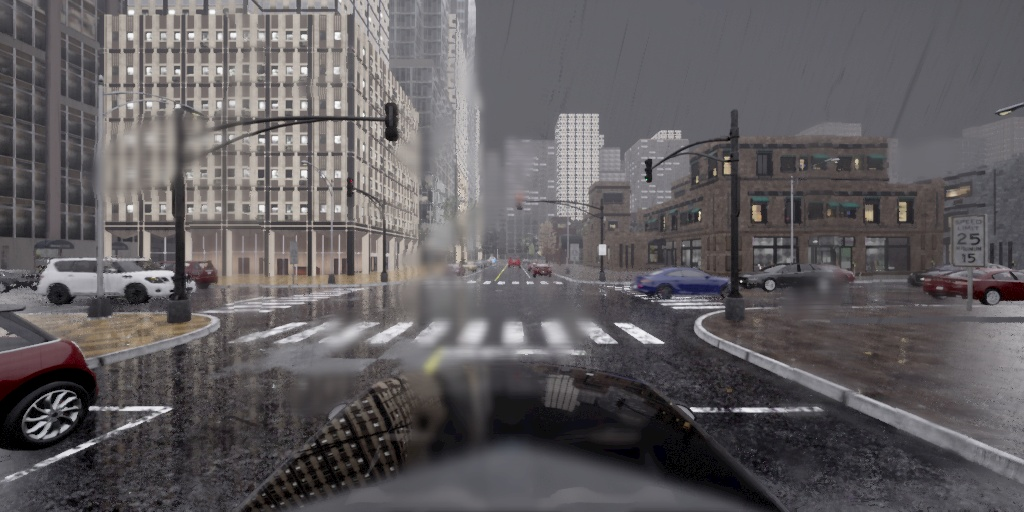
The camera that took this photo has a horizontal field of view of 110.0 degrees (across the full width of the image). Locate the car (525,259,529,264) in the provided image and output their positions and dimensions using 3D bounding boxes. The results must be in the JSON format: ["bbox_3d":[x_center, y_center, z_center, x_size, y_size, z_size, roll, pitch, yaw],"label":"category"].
[{"bbox_3d":[2.909,1.348,45.765,1.802,1.307,4.207,0,0,0],"label":"car"}]

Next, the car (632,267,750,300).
[{"bbox_3d":[7.995,1.220,16.640,4.674,1.442,1.812,-1,0,-1],"label":"car"}]

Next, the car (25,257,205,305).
[{"bbox_3d":[-17.853,1.081,16.380,5.566,2.045,2.150,0,0,-1],"label":"car"}]

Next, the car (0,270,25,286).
[{"bbox_3d":[-31.432,1.508,22.036,4.403,1.370,2.007,0,0,-1],"label":"car"}]

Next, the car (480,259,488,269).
[{"bbox_3d":[-5.415,1.324,56.889,2.007,1.370,4.403,0,0,0],"label":"car"}]

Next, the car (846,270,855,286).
[{"bbox_3d":[19.050,1.202,22.543,4.207,1.307,1.802,0,0,-1],"label":"car"}]

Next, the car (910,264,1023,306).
[{"bbox_3d":[19.134,1.153,14.162,4.507,1.381,1.888,0,0,-1],"label":"car"}]

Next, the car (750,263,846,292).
[{"bbox_3d":[15.140,1.147,19.915,4.892,1.490,1.837,0,0,-1],"label":"car"}]

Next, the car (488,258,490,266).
[{"bbox_3d":[-5.388,1.344,62.429,1.948,1.339,4.313,0,0,0],"label":"car"}]

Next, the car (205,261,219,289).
[{"bbox_3d":[-21.022,1.204,22.140,5.009,1.841,2.192,0,0,-1],"label":"car"}]

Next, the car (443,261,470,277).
[{"bbox_3d":[-5.527,1.341,34.726,1.802,1.307,4.207,0,0,0],"label":"car"}]

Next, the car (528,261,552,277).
[{"bbox_3d":[2.854,1.304,34.683,1.888,1.381,4.507,0,0,0],"label":"car"}]

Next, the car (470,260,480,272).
[{"bbox_3d":[-5.472,1.292,45.637,1.751,1.417,4.829,0,0,0],"label":"car"}]

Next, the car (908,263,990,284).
[{"bbox_3d":[24.943,1.141,20.021,4.181,1.385,1.994,0,0,-1],"label":"car"}]

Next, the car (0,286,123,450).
[{"bbox_3d":[-5.691,1.190,2.259,1.967,1.591,4.097,0,0,0],"label":"car"}]

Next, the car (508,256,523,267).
[{"bbox_3d":[0.414,1.002,64.735,2.150,2.045,5.566,0,0,0],"label":"car"}]
